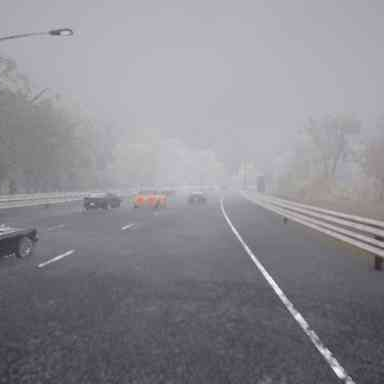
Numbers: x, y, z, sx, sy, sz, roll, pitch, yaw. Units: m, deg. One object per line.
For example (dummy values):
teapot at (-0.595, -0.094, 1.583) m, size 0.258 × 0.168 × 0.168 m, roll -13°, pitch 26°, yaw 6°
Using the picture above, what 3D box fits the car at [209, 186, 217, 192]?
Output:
car at (5.526, -0.824, 89.982) m, size 1.837 × 1.490 × 4.892 m, roll 0°, pitch 1°, yaw 11°

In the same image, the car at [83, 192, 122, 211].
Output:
car at (-7.453, 0.735, 28.255) m, size 1.882 × 1.535 × 5.008 m, roll 0°, pitch 1°, yaw 6°

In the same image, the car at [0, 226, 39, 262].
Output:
car at (-5.939, 1.376, 8.416) m, size 1.895 × 1.301 × 4.718 m, roll 0°, pitch 2°, yaw 5°

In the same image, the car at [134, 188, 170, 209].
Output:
car at (-3.702, 0.556, 30.307) m, size 2.097 × 1.767 × 4.553 m, roll 0°, pitch 2°, yaw 7°

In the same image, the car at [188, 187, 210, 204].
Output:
car at (0.705, 0.543, 37.559) m, size 1.812 × 1.442 × 4.674 m, roll 0°, pitch 1°, yaw 7°

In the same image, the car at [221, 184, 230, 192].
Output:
car at (9.181, -1.111, 90.440) m, size 2.150 × 2.045 × 5.566 m, roll 0°, pitch 1°, yaw 11°

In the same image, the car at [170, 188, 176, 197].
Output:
car at (-3.953, 0.038, 55.208) m, size 1.882 × 1.535 × 5.008 m, roll 0°, pitch 1°, yaw 8°
